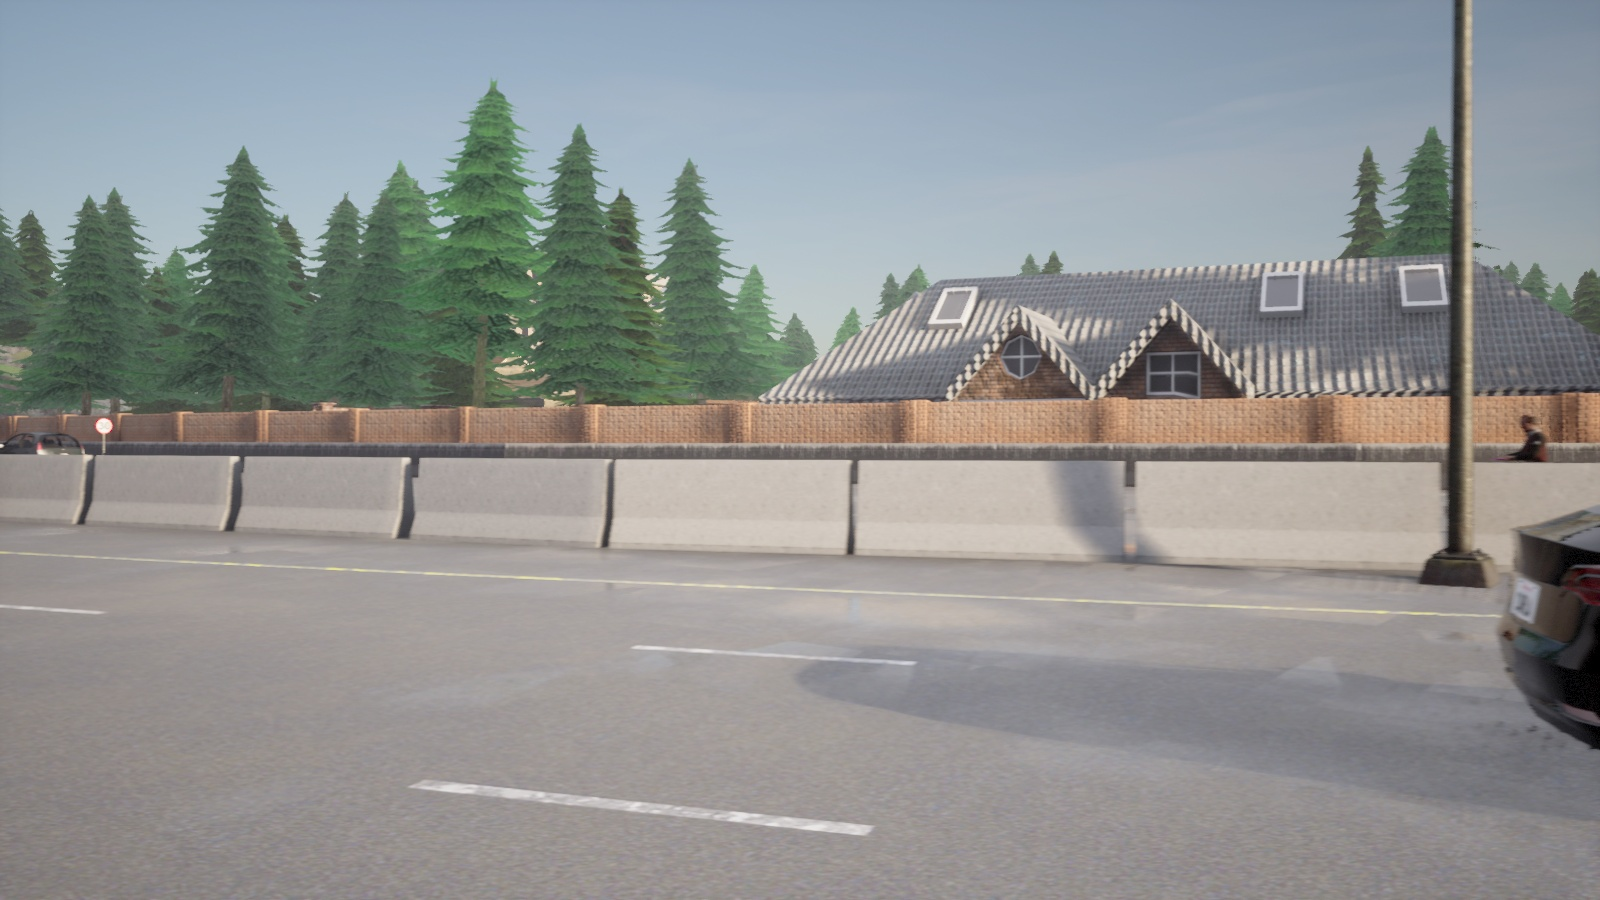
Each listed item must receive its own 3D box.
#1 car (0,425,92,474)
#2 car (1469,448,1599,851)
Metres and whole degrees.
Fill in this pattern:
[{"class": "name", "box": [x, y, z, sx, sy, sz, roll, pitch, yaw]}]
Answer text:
[{"class": "car", "box": [-26.172, -0.049, 42.876, 3.988, 1.617, 1.851, 1, 1, 33]}, {"class": "car", "box": [5.599, 0.769, 5.049, 4.792, 1.488, 2.163, 0, 1, 17]}]
